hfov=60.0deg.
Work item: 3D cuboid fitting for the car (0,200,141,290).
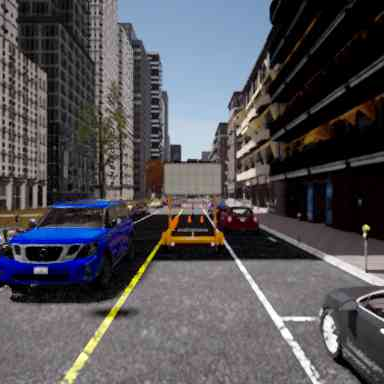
[{"bbox_3d":[-3.079,1.273,9.552,2.150,2.045,5.566,0,0,0],"label":"car"}]

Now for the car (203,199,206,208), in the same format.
[{"bbox_3d":[2.794,1.680,41.953,1.967,1.590,4.097,0,0,0],"label":"car"}]

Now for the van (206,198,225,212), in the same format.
[{"bbox_3d":[2.780,1.548,36.421,1.690,1.788,3.998,0,0,0],"label":"van"}]

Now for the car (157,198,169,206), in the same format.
[{"bbox_3d":[-5.531,1.923,64.104,1.887,1.381,4.507,0,0,0],"label":"car"}]

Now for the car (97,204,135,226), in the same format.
[{"bbox_3d":[-5.629,1.665,25.206,1.752,1.417,4.829,0,0,0],"label":"car"}]

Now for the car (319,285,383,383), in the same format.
[{"bbox_3d":[2.696,1.569,3.225,2.008,1.369,4.403,0,0,0],"label":"car"}]

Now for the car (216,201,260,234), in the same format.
[{"bbox_3d":[2.738,1.549,19.822,1.967,1.590,4.097,0,0,0],"label":"car"}]

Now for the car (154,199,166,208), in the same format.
[{"bbox_3d":[-5.559,1.832,52.869,1.752,1.417,4.829,0,0,0],"label":"car"}]

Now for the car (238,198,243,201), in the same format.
[{"bbox_3d":[13.635,1.852,83.462,4.403,1.369,2.008,-1,0,0],"label":"car"}]

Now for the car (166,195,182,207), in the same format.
[{"bbox_3d":[-2.859,1.684,56.281,2.097,1.767,4.553,0,0,0],"label":"car"}]

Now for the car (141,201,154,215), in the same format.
[{"bbox_3d":[-5.601,1.788,36.442,1.802,1.307,4.206,0,0,0],"label":"car"}]

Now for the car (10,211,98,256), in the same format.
[{"bbox_3d":[-5.656,1.622,14.311,1.887,1.381,4.507,0,0,0],"label":"car"}]

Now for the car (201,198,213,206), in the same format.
[{"bbox_3d":[2.849,1.930,64.083,2.008,1.369,4.403,0,0,0],"label":"car"}]

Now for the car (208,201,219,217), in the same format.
[{"bbox_3d":[2.766,1.755,30.887,1.802,1.307,4.206,0,0,0],"label":"car"}]

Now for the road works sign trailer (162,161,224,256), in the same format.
[{"bbox_3d":[0.032,0.537,13.504,2.380,3.560,2.880,0,0,0],"label":"road works sign trailer"}]
